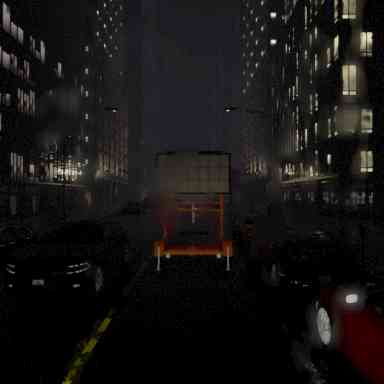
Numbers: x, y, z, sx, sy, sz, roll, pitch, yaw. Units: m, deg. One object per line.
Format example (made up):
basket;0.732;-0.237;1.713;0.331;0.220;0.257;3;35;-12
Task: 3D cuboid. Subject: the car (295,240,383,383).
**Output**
car;2.710;1.545;3.304;1.887;1.381;4.507;0;0;0

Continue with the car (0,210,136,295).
car;-2.962;1.477;8.922;1.882;1.535;5.008;0;0;0

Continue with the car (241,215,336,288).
car;2.734;1.550;8.978;2.008;1.369;4.403;0;0;0

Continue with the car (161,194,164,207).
car;-5.474;1.274;48.752;2.192;1.841;5.009;0;0;0

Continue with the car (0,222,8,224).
car;-5.646;1.550;9.021;2.008;1.369;4.403;0;0;0

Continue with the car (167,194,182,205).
car;-2.766;1.511;55.268;1.994;1.385;4.181;0;0;0

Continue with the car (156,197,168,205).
car;-5.428;1.519;60.102;1.802;1.307;4.206;1;0;0

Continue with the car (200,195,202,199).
car;2.953;1.519;60.052;1.802;1.307;4.206;1;0;0

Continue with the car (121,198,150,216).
car;-5.549;1.527;31.725;1.887;1.381;4.507;0;0;0

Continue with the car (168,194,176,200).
car;-5.306;1.388;88.311;1.752;1.417;4.829;1;0;0

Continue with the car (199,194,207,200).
car;3.099;1.390;94.101;1.887;1.381;4.507;1;0;0

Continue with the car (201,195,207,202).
car;2.929;1.531;54.378;1.802;1.307;4.206;1;0;0

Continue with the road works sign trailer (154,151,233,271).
road works sign trailer;0.046;0.463;10.901;2.380;3.560;2.880;0;0;0

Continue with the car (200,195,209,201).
car;3.050;1.446;82.751;1.947;1.339;4.313;1;0;0

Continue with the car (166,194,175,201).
car;-5.329;1.320;82.805;1.967;1.590;4.097;1;0;0

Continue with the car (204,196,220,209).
car;2.880;1.533;43.029;1.947;1.339;4.313;0;0;0

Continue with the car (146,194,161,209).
car;-5.499;1.408;43.077;1.967;1.590;4.097;0;0;0

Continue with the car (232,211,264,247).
car;2.759;1.522;14.825;1.752;1.417;4.829;0;0;0

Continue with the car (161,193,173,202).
car;-5.376;1.226;71.454;2.192;1.841;5.009;1;0;0
